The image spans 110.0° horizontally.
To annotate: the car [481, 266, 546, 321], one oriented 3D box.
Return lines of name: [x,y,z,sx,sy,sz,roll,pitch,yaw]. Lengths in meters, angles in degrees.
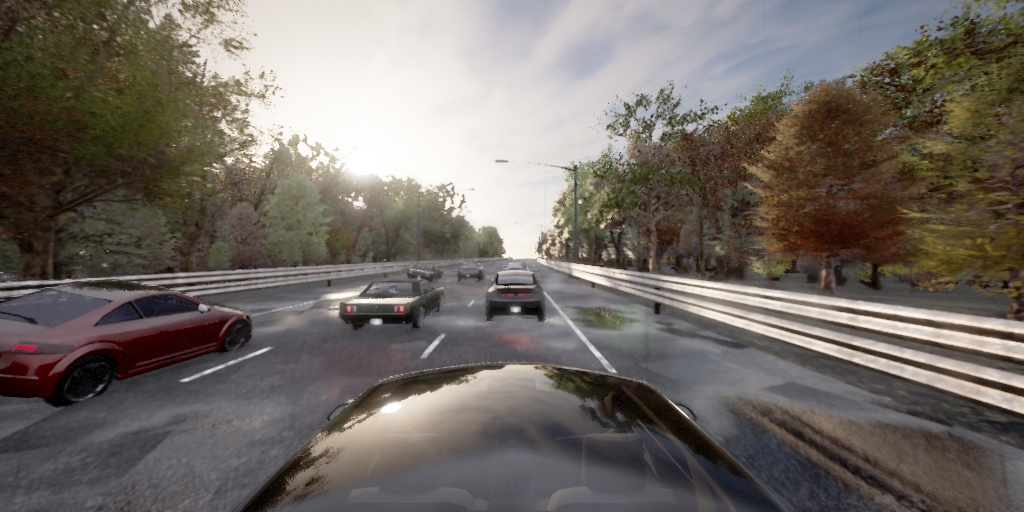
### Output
car: [0.114,1.265,12.555,1.837,1.490,4.892,0,0,0]

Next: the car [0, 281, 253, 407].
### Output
car: [-6.701,1.187,6.334,1.994,1.385,4.181,11,-2,-1]

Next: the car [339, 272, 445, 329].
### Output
car: [-3.398,1.360,11.222,1.895,1.301,4.718,0,0,0]

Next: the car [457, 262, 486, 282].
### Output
car: [-3.244,1.262,29.249,2.128,1.511,4.902,0,0,1]

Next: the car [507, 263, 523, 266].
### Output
car: [0.277,1.296,30.687,1.812,1.442,4.674,0,0,1]

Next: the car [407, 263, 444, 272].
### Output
car: [-6.700,1.248,28.317,1.895,1.301,4.718,10,2,1]
